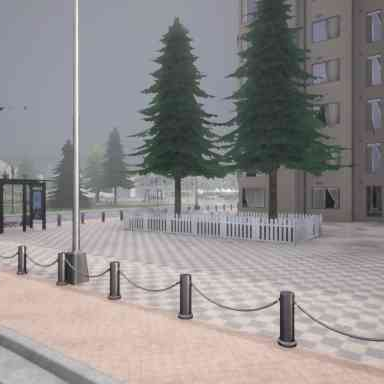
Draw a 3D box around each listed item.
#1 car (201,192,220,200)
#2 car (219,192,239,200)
[{"bbox_3d":[5.241,1.384,91.390,3.806,1.475,1.970,0,0,35],"label":"car"},{"bbox_3d":[9.602,1.374,84.687,3.633,1.501,1.845,0,0,35],"label":"car"}]
